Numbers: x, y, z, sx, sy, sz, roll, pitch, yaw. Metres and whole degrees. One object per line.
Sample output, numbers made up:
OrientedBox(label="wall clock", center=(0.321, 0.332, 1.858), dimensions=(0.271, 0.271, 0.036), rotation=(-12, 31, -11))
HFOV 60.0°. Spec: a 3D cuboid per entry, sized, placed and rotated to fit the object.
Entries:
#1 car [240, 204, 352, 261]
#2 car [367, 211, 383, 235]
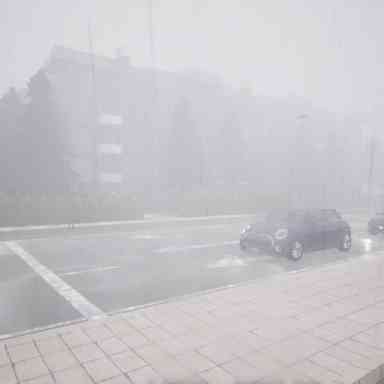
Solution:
OrientedBox(label="car", center=(3.920, 1.352, 12.406), dimensions=(4.553, 1.767, 2.097), rotation=(0, 0, -36))
OrientedBox(label="car", center=(11.233, 1.505, 17.711), dimensions=(4.892, 1.490, 1.837), rotation=(0, 0, -36))
